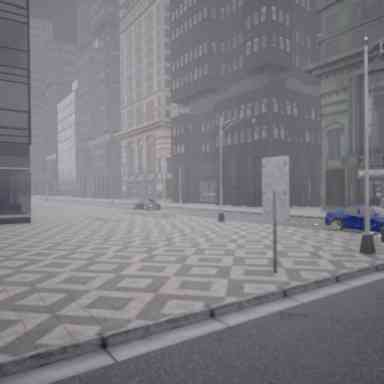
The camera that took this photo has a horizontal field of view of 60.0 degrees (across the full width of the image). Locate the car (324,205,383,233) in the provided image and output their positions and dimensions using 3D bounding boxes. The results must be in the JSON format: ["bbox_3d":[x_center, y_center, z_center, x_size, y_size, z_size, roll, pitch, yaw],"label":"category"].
[{"bbox_3d":[9.833,1.485,18.324,1.882,1.535,5.008,-1,1,-36],"label":"car"}]

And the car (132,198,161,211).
[{"bbox_3d":[-5.488,1.482,39.791,1.837,1.490,4.892,-1,1,-36],"label":"car"}]
